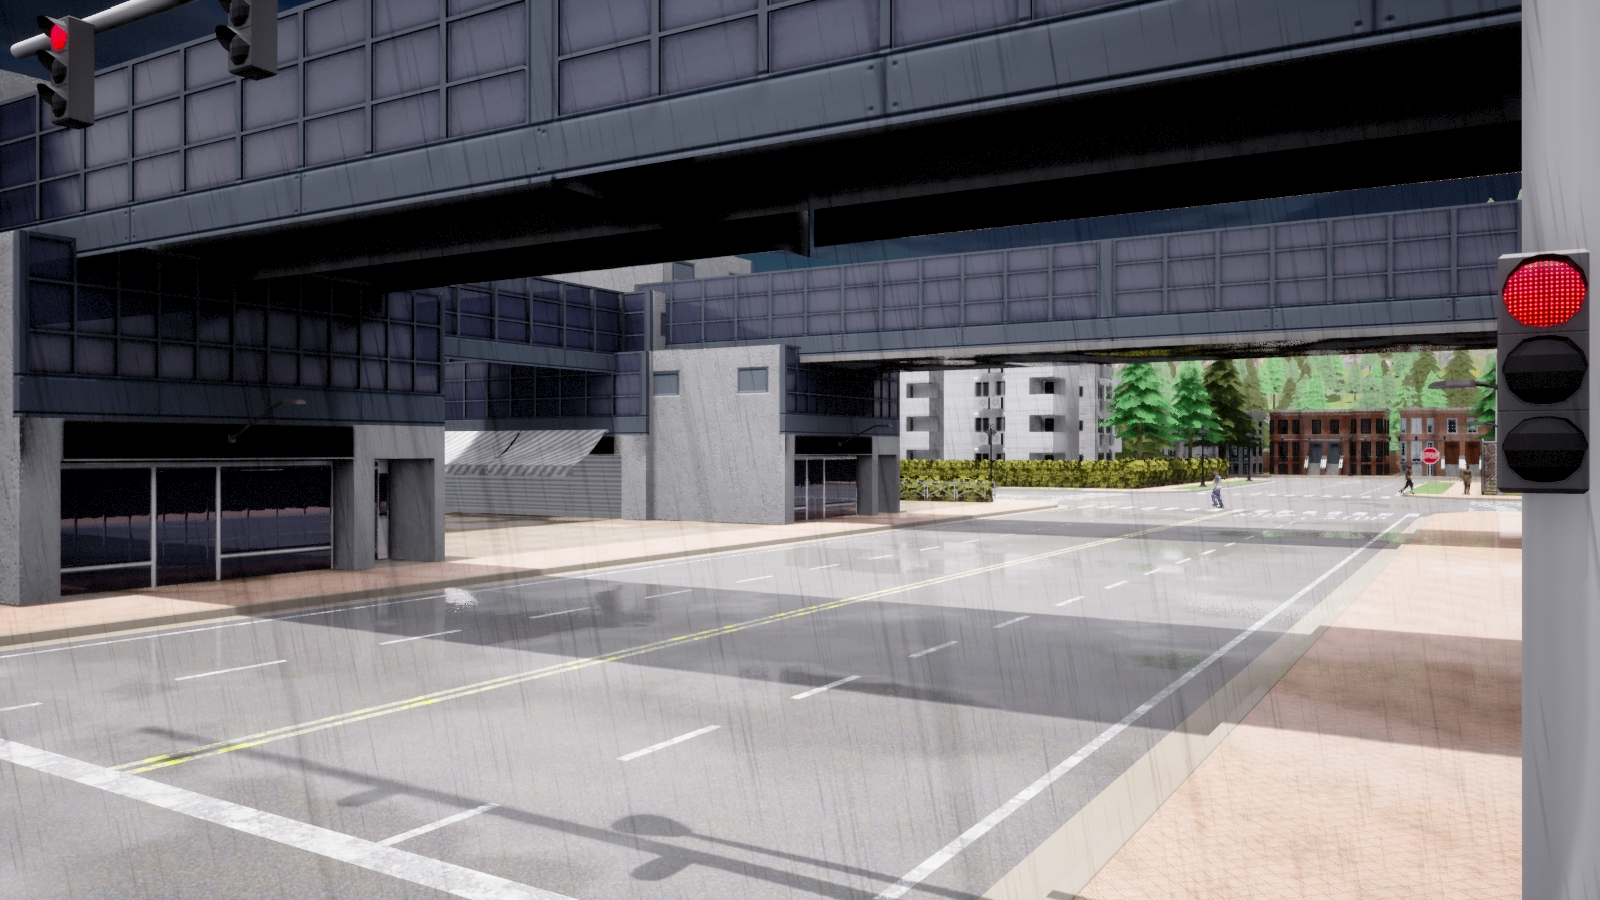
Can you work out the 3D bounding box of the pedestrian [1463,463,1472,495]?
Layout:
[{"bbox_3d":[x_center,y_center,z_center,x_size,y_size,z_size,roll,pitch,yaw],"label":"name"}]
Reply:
[{"bbox_3d":[38.967,1.696,66.709,0.375,1.860,0.375,0,0,17],"label":"pedestrian"}]

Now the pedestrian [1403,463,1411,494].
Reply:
[{"bbox_3d":[35.944,1.682,67.696,0.375,1.860,0.375,0,0,37],"label":"pedestrian"}]

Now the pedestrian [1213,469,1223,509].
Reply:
[{"bbox_3d":[19.849,1.848,54.301,0.375,1.860,0.375,0,0,31],"label":"pedestrian"}]
